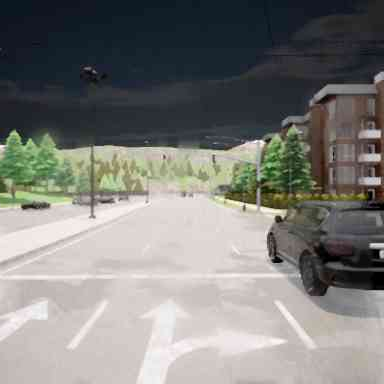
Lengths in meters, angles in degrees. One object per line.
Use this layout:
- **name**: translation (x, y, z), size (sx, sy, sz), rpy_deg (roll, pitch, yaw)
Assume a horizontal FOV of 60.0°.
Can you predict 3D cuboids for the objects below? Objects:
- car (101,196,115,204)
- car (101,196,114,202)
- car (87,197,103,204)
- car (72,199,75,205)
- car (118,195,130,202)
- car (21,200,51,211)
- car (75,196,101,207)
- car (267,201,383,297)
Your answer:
- **car**: translation (-16.294, 1.541, 64.182), size (1.882, 1.535, 5.008), rpy_deg (0, 0, 1)
- **car**: translation (-19.770, 1.617, 77.910), size (1.994, 1.385, 4.181), rpy_deg (0, 0, 0)
- **car**: translation (-19.777, 1.663, 67.950), size (1.895, 1.301, 4.718), rpy_deg (0, 0, 0)
- **car**: translation (-19.793, 1.551, 59.130), size (2.128, 1.511, 4.902), rpy_deg (0, 0, 0)
- **car**: translation (-16.269, 1.535, 79.860), size (2.033, 1.411, 5.357), rpy_deg (0, 0, 0)
- **car**: translation (-19.605, 1.642, 41.861), size (1.895, 1.301, 4.718), rpy_deg (0, 0, -1)
- **car**: translation (-16.305, 1.577, 52.286), size (1.812, 1.442, 4.674), rpy_deg (0, 0, 0)
- **car**: translation (3.580, 1.231, 8.761), size (2.150, 2.045, 5.566), rpy_deg (0, 0, 0)
